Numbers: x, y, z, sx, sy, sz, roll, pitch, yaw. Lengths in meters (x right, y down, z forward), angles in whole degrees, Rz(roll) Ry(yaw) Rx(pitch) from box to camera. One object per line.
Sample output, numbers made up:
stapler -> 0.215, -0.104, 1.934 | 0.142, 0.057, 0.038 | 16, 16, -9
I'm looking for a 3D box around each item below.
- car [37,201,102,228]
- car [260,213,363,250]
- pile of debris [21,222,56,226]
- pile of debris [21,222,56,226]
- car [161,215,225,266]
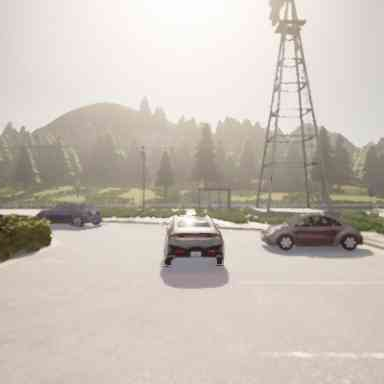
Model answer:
car -> -8.621, 1.467, 23.195 | 4.553, 1.767, 2.097 | 0, 0, 20
car -> 4.877, 1.587, 13.894 | 3.905, 1.438, 1.784 | 0, 0, 0
pile of debris -> -10.922, 2.291, 23.758 | 1.860, 0.140, 1.500 | 0, 0, 0
pile of debris -> -10.922, 2.291, 23.758 | 1.860, 0.140, 1.500 | 0, 0, 0
car -> -0.056, 1.548, 11.787 | 2.128, 1.511, 4.902 | 0, 0, -4
